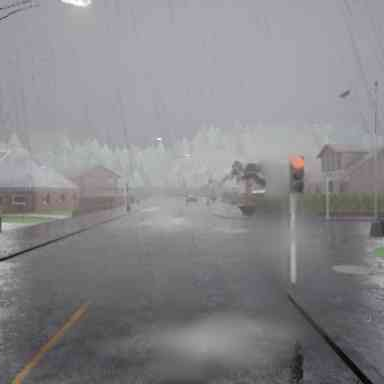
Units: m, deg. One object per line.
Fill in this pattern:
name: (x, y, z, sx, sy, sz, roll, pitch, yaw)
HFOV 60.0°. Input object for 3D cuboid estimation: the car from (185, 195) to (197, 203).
car: (-0.122, 1.322, 62.087, 1.837, 1.490, 4.892, 0, 0, 0)
